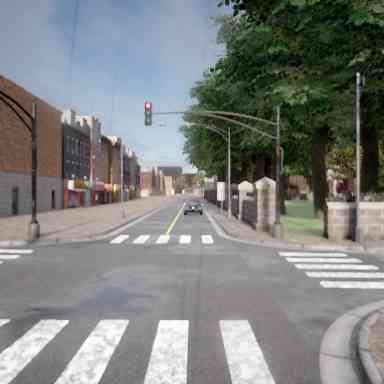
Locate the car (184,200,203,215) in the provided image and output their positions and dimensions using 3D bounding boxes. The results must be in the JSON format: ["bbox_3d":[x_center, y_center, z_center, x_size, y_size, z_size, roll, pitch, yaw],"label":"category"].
[{"bbox_3d":[0.148,1.577,34.461,2.033,1.411,5.357,0,0,0],"label":"car"}]
